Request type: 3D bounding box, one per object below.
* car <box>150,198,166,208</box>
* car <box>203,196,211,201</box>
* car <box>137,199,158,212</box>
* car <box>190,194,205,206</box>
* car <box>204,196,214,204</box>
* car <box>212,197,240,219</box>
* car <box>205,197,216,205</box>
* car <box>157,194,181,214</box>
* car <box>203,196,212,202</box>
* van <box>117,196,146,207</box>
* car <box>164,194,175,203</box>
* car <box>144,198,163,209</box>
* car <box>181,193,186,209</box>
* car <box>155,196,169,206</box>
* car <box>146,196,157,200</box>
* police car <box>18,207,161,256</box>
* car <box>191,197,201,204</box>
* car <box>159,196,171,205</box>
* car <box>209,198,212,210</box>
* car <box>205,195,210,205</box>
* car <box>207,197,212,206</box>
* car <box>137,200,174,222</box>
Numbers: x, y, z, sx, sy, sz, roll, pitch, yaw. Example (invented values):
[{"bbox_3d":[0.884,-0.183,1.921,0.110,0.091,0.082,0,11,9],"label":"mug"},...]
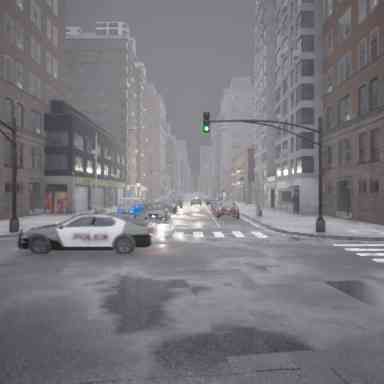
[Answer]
[{"bbox_3d":[-5.206,1.625,51.670,2.008,1.369,4.403,0,0,1],"label":"car"},{"bbox_3d":[3.727,1.660,84.724,1.887,1.381,4.507,0,0,1],"label":"car"},{"bbox_3d":[-5.341,1.623,40.624,1.947,1.339,4.313,0,0,1],"label":"car"},{"bbox_3d":[0.705,1.566,55.854,2.128,1.511,4.902,0,0,1],"label":"car"},{"bbox_3d":[3.523,1.635,68.150,1.887,1.381,4.507,0,0,1],"label":"car"},{"bbox_3d":[3.048,1.472,29.477,1.967,1.590,4.097,0,0,1],"label":"car"},{"bbox_3d":[3.456,1.648,62.625,1.947,1.339,4.313,0,0,1],"label":"car"},{"bbox_3d":[-2.628,1.400,36.086,2.097,1.767,4.553,0,0,1],"label":"car"},{"bbox_3d":[3.660,1.689,79.199,1.802,1.307,4.206,0,0,1],"label":"car"},{"bbox_3d":[-5.478,1.382,29.577,1.690,1.788,3.998,0,0,1],"label":"van"},{"bbox_3d":[-4.934,1.423,73.763,2.192,1.841,5.009,0,0,1],"label":"car"},{"bbox_3d":[-5.274,1.617,46.147,2.008,1.369,4.403,0,0,1],"label":"car"},{"bbox_3d":[-2.468,1.287,48.181,2.150,2.045,5.566,0,0,1],"label":"car"},{"bbox_3d":[-5.138,1.523,57.193,1.967,1.590,4.097,0,0,1],"label":"car"},{"bbox_3d":[-5.410,1.364,35.100,2.192,1.841,5.009,0,0,1],"label":"car"},{"bbox_3d":[-3.892,1.513,12.678,4.974,1.542,2.038,0,0,0],"label":"police car"},{"bbox_3d":[0.833,1.654,66.272,1.994,1.385,4.181,0,0,1],"label":"car"},{"bbox_3d":[-5.070,1.531,62.716,1.967,1.590,4.097,0,0,1],"label":"car"},{"bbox_3d":[3.116,1.606,35.002,1.947,1.339,4.313,0,0,1],"label":"car"},{"bbox_3d":[3.387,1.639,57.101,1.947,1.339,4.313,0,0,1],"label":"car"},{"bbox_3d":[3.184,1.630,40.526,1.802,1.307,4.206,0,0,1],"label":"car"},{"bbox_3d":[-2.754,1.597,26.052,1.994,1.385,4.181,0,0,1],"label":"car"}]
